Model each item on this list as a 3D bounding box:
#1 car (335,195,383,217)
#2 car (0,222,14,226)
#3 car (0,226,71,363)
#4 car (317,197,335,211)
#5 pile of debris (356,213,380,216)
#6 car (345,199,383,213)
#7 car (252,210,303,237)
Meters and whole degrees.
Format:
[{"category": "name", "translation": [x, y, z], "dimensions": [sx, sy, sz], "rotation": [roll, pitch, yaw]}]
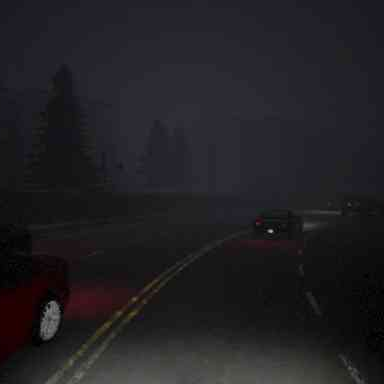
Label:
[{"category": "car", "translation": [16.596, 1.290, 32.308], "dimensions": [5.566, 2.045, 2.150], "rotation": [0, 0, -38]}, {"category": "car", "translation": [-6.014, 1.444, 8.052], "dimensions": [2.128, 1.511, 4.902], "rotation": [0, 0, 12]}, {"category": "car", "translation": [-3.184, 1.453, 3.580], "dimensions": [1.882, 1.535, 5.008], "rotation": [0, 0, 7]}, {"category": "car", "translation": [17.766, 1.419, 41.553], "dimensions": [4.553, 1.767, 2.097], "rotation": [0, 0, -29]}, {"category": "pile of debris", "translation": [17.694, 2.251, 33.428], "dimensions": [1.860, 0.140, 1.500], "rotation": [0, 0, -36]}, {"category": "car", "translation": [20.671, 1.580, 39.229], "dimensions": [4.902, 1.511, 2.128], "rotation": [0, 0, -28]}, {"category": "car", "translation": [4.819, 1.611, 18.126], "dimensions": [1.895, 1.301, 4.718], "rotation": [0, 0, 26]}]
